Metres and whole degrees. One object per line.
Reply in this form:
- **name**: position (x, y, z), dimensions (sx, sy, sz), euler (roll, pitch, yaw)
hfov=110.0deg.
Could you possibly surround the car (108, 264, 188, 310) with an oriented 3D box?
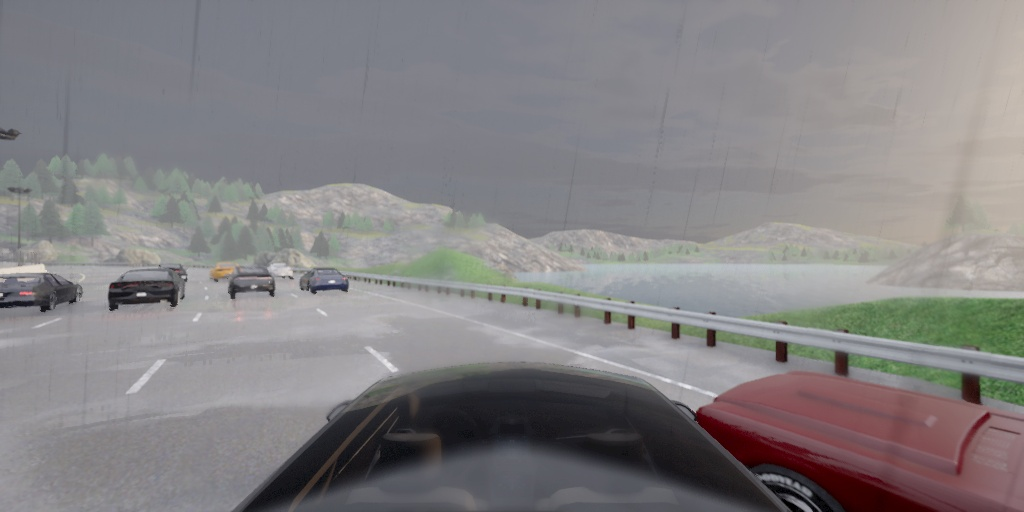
- **car**: position (-15.245, 1.285, 15.179), dimensions (1.882, 1.535, 5.008), euler (0, 0, -39)

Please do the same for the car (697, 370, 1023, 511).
- **car**: position (3.315, 1.350, 1.427), dimensions (1.895, 1.301, 4.718), euler (0, 0, -32)

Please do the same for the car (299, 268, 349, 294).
- **car**: position (-11.171, 1.398, 21.217), dimensions (1.994, 1.385, 4.181), euler (0, 0, -40)

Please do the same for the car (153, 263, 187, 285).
- **car**: position (-27.182, 1.369, 28.499), dimensions (1.837, 1.490, 4.892), euler (0, 0, -44)

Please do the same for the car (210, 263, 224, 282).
- **car**: position (-24.604, 1.353, 30.874), dimensions (1.882, 1.535, 5.008), euler (0, 0, -44)

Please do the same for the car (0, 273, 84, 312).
- **car**: position (-18.533, 1.348, 13.742), dimensions (2.033, 1.411, 5.357), euler (0, 0, -39)

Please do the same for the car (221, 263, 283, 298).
- **car**: position (-13.885, 1.313, 19.021), dimensions (2.128, 1.511, 4.902), euler (0, -1, -40)

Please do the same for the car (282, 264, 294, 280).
- **car**: position (-21.240, 1.409, 32.427), dimensions (1.812, 1.442, 4.674), euler (0, 0, -44)
